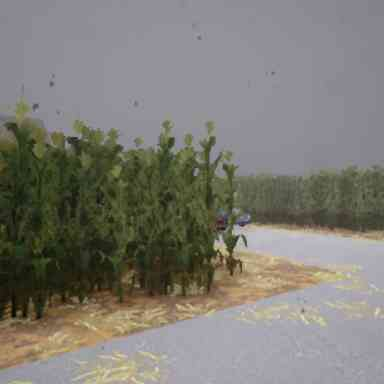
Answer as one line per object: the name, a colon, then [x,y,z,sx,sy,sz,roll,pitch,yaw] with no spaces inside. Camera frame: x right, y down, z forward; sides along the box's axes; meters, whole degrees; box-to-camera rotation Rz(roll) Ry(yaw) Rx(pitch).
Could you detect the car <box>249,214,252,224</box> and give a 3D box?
car: [1.946,1.670,23.214,2.033,1.411,5.357,0,-1,-27]
